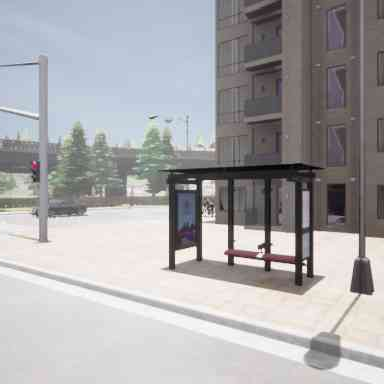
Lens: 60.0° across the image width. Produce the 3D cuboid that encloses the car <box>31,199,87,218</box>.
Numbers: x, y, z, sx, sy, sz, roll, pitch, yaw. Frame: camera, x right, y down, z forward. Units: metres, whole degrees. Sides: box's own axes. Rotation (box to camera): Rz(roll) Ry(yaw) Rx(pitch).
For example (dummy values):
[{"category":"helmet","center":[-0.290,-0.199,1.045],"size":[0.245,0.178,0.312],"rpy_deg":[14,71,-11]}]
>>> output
[{"category":"car","center":[-11.608,1.448,29.329],"size":[1.837,1.490,4.892],"rpy_deg":[0,0,37]}]

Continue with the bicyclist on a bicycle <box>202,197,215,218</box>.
[{"category":"bicyclist on a bicycle","center":[1.253,1.245,26.671],"size":[1.656,1.620,0.582],"rpy_deg":[0,0,36]}]

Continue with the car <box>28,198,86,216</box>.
[{"category":"car","center":[-13.286,1.435,32.910],"size":[2.128,1.511,4.902],"rpy_deg":[0,0,37]}]

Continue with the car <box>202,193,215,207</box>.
[{"category":"car","center":[3.635,1.165,50.018],"size":[5.566,2.045,2.150],"rpy_deg":[0,0,-28]}]
